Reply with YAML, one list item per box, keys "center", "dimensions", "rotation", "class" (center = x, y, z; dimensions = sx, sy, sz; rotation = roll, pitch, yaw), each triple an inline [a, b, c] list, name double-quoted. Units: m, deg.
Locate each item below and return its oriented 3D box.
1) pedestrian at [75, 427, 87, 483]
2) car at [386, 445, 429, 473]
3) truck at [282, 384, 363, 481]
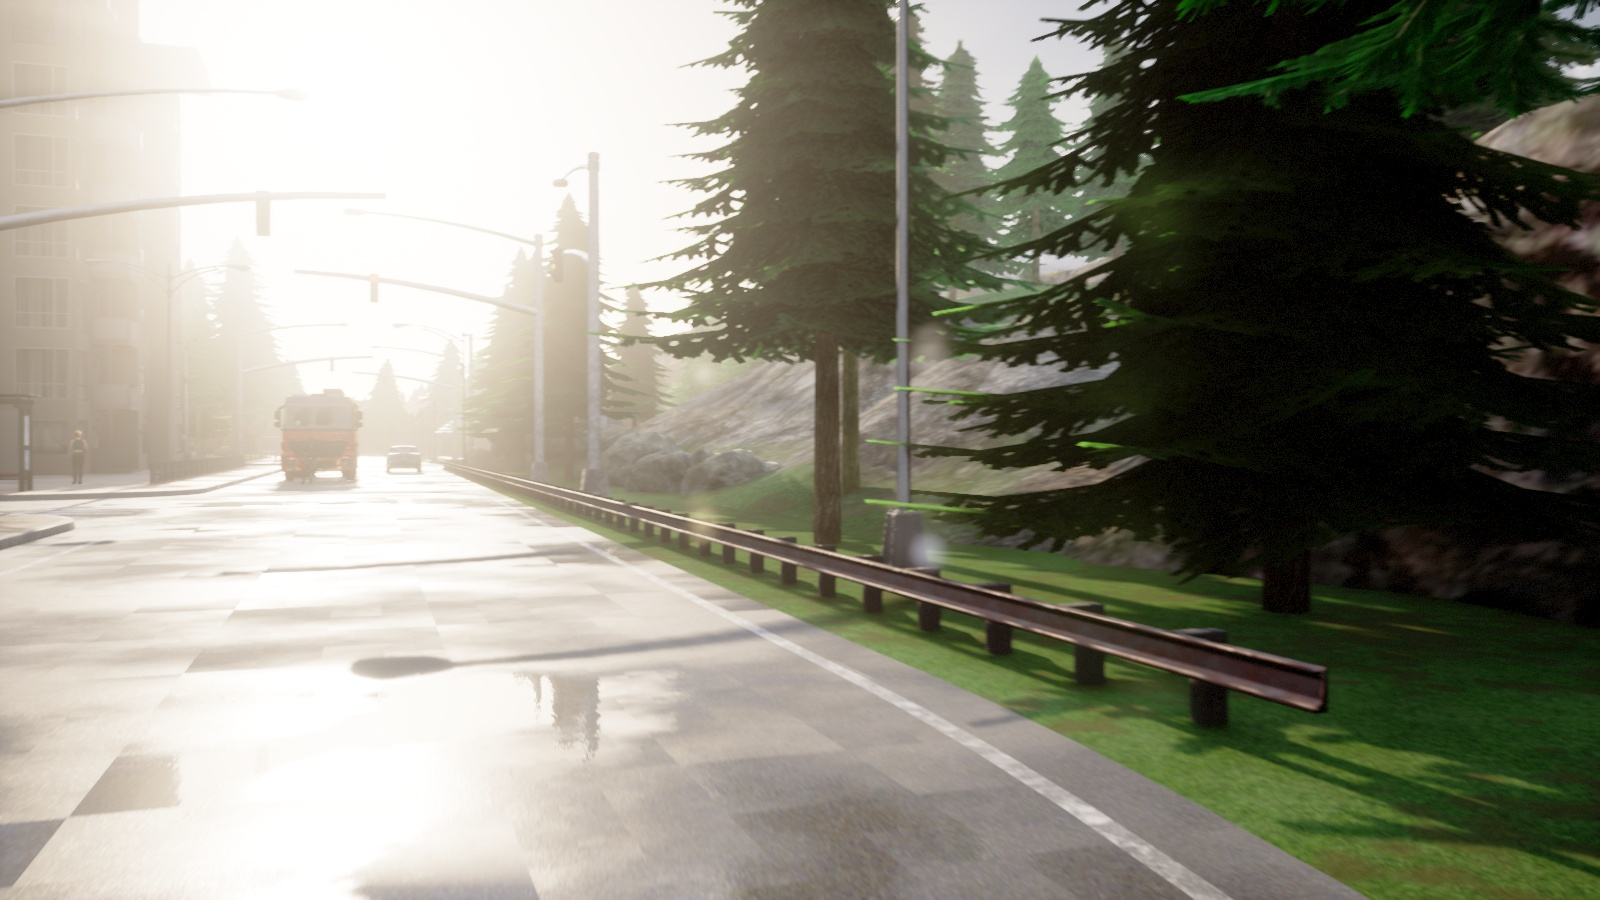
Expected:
- center: [-23.939, 0.172, 41.821]
  dimensions: [0.345, 1.836, 0.594]
  rotation: [0, 0, -31]
  class: "pedestrian"
- center: [-20.570, 0.437, 65.729]
  dimensions: [2.033, 1.411, 5.357]
  rotation: [0, 0, -18]
  class: "car"
- center: [-20.458, -0.710, 54.217]
  dimensions: [2.891, 3.827, 8.468]
  rotation: [0, 0, -18]
  class: "truck"
